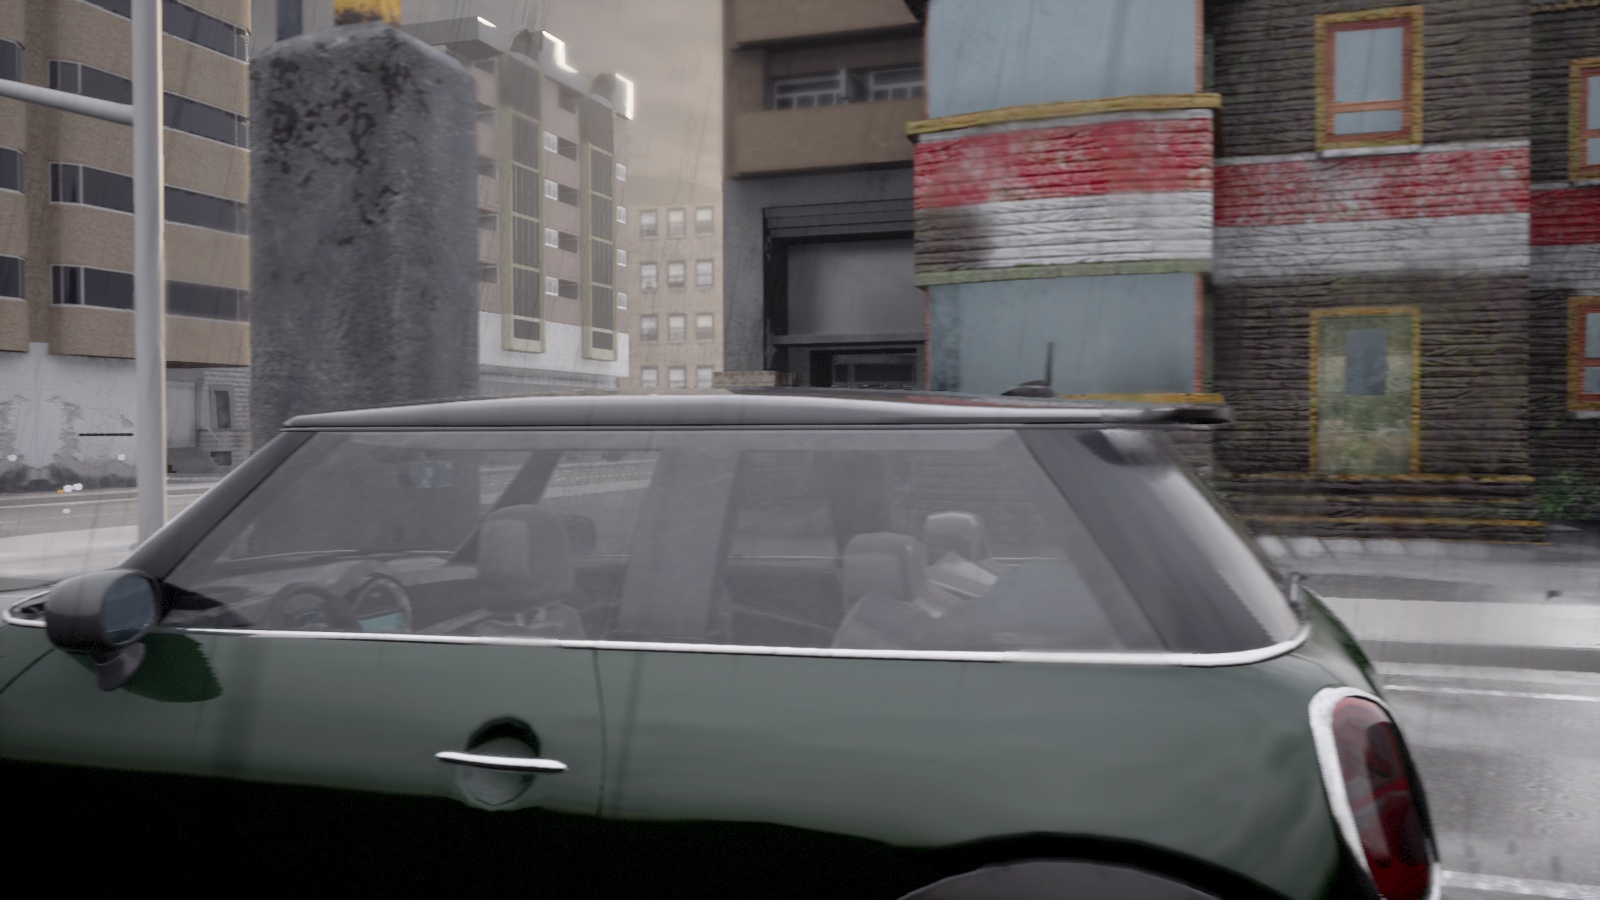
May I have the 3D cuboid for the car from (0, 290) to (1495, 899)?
[{"bbox_3d":[-0.860,0.626,3.480,4.553,1.767,2.097,1,1,19],"label":"car"}]
